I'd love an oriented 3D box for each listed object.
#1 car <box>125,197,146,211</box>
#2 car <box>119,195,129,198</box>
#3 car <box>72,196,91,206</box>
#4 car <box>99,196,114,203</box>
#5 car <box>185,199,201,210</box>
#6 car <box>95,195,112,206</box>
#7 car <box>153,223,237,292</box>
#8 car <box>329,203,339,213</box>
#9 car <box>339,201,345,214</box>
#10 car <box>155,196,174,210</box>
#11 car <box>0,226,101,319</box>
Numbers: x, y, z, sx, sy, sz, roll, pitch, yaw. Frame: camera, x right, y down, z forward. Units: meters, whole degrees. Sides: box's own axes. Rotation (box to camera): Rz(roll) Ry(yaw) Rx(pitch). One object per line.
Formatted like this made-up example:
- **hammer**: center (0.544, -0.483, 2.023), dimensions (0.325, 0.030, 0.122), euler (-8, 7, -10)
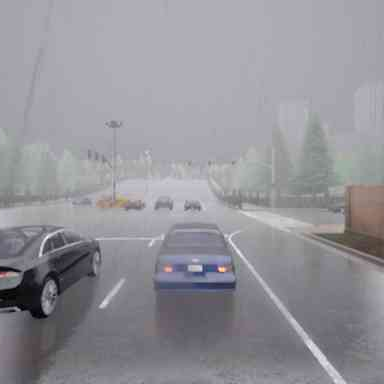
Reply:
- **car**: center (-6.928, 1.570, 41.111), dimensions (1.895, 1.301, 4.718), euler (0, 0, 0)
- **car**: center (-14.098, 1.367, 69.141), dimensions (1.882, 1.535, 5.008), euler (0, 1, 0)
- **car**: center (-17.615, 1.451, 53.409), dimensions (2.128, 1.511, 4.902), euler (0, 0, 0)
- **car**: center (-17.596, 1.493, 68.820), dimensions (1.895, 1.301, 4.718), euler (0, 1, 0)
- **car**: center (0.072, 1.570, 41.115), dimensions (1.895, 1.301, 4.718), euler (0, 0, 0)
- **car**: center (-14.115, 1.313, 53.739), dimensions (2.097, 1.767, 4.553), euler (0, 0, 0)
- **car**: center (0.071, 1.541, 9.026), dimensions (2.033, 1.411, 5.357), euler (0, 0, 0)
- **car**: center (16.849, 1.479, 34.763), dimensions (4.892, 1.490, 1.837), euler (0, 0, 0)
- **car**: center (16.554, 1.540, 31.262), dimensions (4.181, 1.385, 1.994), euler (0, 0, 0)
- **car**: center (-3.429, 1.321, 42.400), dimensions (2.097, 1.767, 4.553), euler (0, 0, 0)
- **car**: center (-3.436, 1.486, 7.352), dimensions (2.128, 1.511, 4.902), euler (0, 0, 0)
